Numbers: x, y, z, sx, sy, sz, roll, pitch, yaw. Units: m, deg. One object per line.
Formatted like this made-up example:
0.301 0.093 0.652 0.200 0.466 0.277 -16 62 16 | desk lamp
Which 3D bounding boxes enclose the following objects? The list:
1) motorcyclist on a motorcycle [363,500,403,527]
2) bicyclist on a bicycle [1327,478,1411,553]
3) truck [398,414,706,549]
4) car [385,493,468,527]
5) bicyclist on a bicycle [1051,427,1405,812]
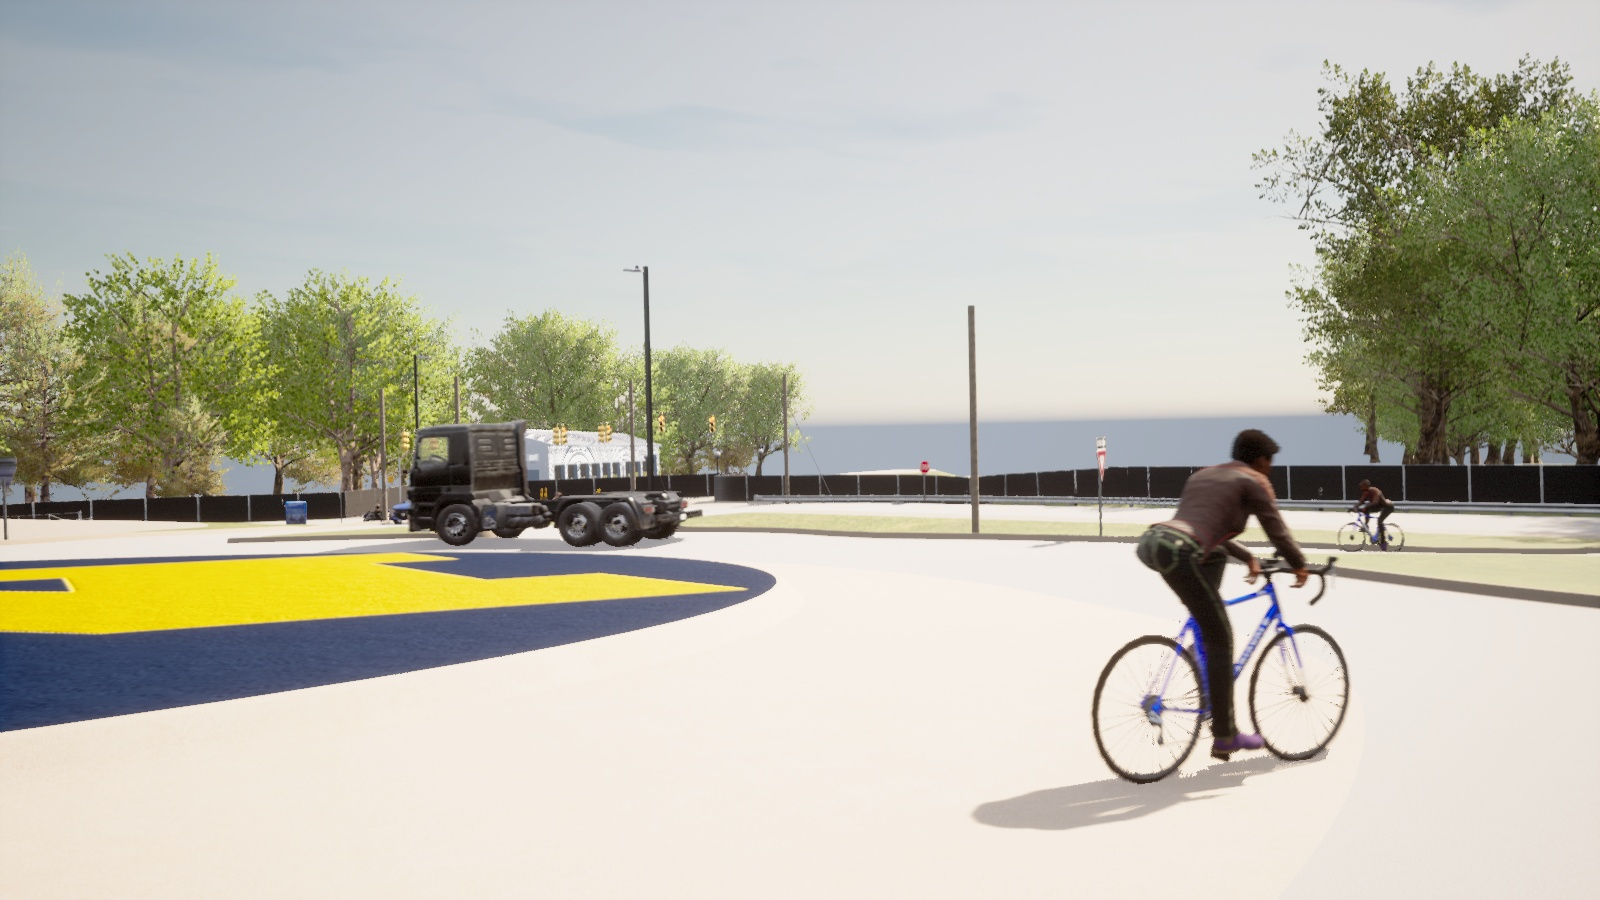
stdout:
-27.365 4.168 82.435 2.350 1.649 0.766 -1 1 -10 | motorcyclist on a motorcycle
12.608 1.441 27.825 1.656 1.620 0.582 1 -2 -11 | bicyclist on a bicycle
-6.875 0.875 34.854 7.936 3.462 2.891 -2 1 20 | truck
-18.881 3.023 63.691 1.882 1.535 5.008 -2 -1 11 | car
2.034 0.717 5.923 1.656 1.620 0.582 0 0 -27 | bicyclist on a bicycle
